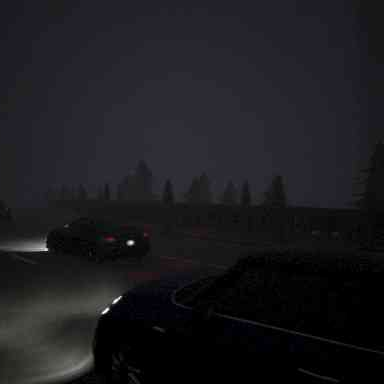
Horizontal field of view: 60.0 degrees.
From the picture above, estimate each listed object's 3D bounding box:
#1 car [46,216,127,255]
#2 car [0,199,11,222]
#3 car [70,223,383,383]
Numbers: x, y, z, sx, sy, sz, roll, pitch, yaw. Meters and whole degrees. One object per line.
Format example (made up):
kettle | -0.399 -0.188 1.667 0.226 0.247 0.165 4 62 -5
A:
car | -3.375 1.543 11.663 4.181 1.385 1.994 0 0 42
car | -14.913 1.287 24.744 2.097 1.767 4.553 0 0 -36
car | 1.034 1.355 3.455 4.553 1.767 2.097 0 0 36
